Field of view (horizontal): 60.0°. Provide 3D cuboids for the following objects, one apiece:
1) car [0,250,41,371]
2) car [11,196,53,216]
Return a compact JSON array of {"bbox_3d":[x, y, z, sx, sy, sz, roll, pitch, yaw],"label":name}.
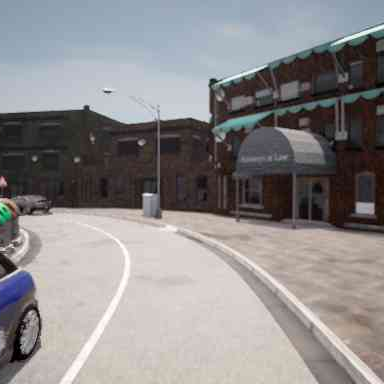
[{"bbox_3d":[-3.185,1.373,2.881,2.097,1.767,4.553,0,0,-1],"label":"car"},{"bbox_3d":[-13.445,1.037,26.751,4.902,1.511,2.128,-1,2,25],"label":"car"}]
